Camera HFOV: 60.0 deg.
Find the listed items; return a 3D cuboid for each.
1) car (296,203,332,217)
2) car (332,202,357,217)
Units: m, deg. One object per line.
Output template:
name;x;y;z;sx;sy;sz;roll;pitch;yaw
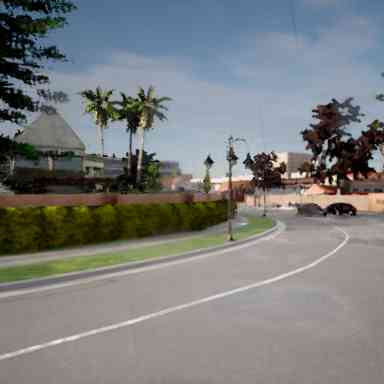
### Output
car;12.765;1.908;35.706;1.812;1.442;4.674;0;-1;-5
car;16.258;1.901;36.949;1.837;1.490;4.892;0;-1;-5
